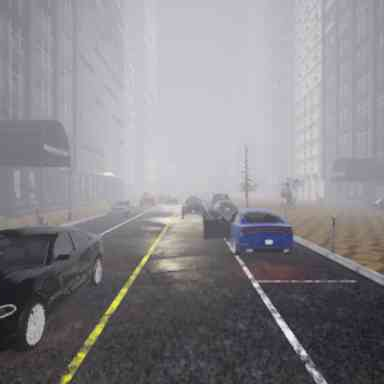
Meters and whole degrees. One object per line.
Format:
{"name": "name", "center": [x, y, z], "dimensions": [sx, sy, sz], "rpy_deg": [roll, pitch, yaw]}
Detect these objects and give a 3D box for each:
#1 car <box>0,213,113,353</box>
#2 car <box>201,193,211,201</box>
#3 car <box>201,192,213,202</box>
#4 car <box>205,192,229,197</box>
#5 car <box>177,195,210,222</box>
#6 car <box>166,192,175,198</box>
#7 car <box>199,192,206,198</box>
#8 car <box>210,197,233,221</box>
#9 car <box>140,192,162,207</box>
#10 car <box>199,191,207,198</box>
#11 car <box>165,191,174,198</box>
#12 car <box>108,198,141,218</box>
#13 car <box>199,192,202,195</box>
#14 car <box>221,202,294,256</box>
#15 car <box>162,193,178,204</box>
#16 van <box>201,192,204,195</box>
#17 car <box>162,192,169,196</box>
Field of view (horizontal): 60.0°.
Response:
{"name": "car", "center": [-3.111, 1.420, 6.291], "dimensions": [1.882, 1.535, 5.008], "rpy_deg": [0, 1, 0]}
{"name": "car", "center": [2.699, 0.924, 66.310], "dimensions": [1.752, 1.417, 4.829], "rpy_deg": [0, 1, 0]}
{"name": "car", "center": [2.699, 0.891, 60.601], "dimensions": [1.967, 1.590, 4.097], "rpy_deg": [0, 1, 0]}
{"name": "car", "center": [2.698, 1.017, 32.904], "dimensions": [2.192, 1.841, 5.009], "rpy_deg": [0, 1, 0]}
{"name": "car", "center": [0.103, 1.244, 27.254], "dimensions": [2.128, 1.511, 4.902], "rpy_deg": [0, 0, 0]}
{"name": "car", "center": [-5.679, 0.748, 88.297], "dimensions": [2.008, 1.369, 4.403], "rpy_deg": [0, 1, 0]}
{"name": "car", "center": [2.701, 0.722, 88.465], "dimensions": [1.752, 1.417, 4.829], "rpy_deg": [0, 1, 0]}
{"name": "car", "center": [2.697, 1.318, 27.367], "dimensions": [1.947, 1.339, 4.313], "rpy_deg": [0, 1, 0]}
{"name": "car", "center": [-5.682, 0.916, 43.982], "dimensions": [2.192, 1.841, 5.009], "rpy_deg": [0, 1, 0]}
{"name": "car", "center": [2.701, 0.689, 82.757], "dimensions": [1.967, 1.590, 4.097], "rpy_deg": [0, 1, 0]}
{"name": "car", "center": [-5.679, 0.688, 82.757], "dimensions": [1.967, 1.590, 4.097], "rpy_deg": [0, 1, 0]}
{"name": "car", "center": [-5.684, 1.334, 27.368], "dimensions": [1.802, 1.307, 4.206], "rpy_deg": [0, 1, 0]}
{"name": "car", "center": [0.105, 1.116, 45.147], "dimensions": [1.812, 1.442, 4.674], "rpy_deg": [0, 1, 0]}
{"name": "car", "center": [2.363, 1.362, 12.691], "dimensions": [1.882, 1.535, 5.008], "rpy_deg": [0, 1, 0]}
{"name": "car", "center": [-2.995, 1.182, 50.918], "dimensions": [1.895, 1.301, 4.718], "rpy_deg": [0, 1, 0]}
{"name": "van", "center": [2.699, 0.842, 55.060], "dimensions": [1.690, 1.788, 3.998], "rpy_deg": [0, 1, 0]}
{"name": "car", "center": [-5.681, 0.995, 60.602], "dimensions": [1.887, 1.381, 4.507], "rpy_deg": [0, 1, 0]}
